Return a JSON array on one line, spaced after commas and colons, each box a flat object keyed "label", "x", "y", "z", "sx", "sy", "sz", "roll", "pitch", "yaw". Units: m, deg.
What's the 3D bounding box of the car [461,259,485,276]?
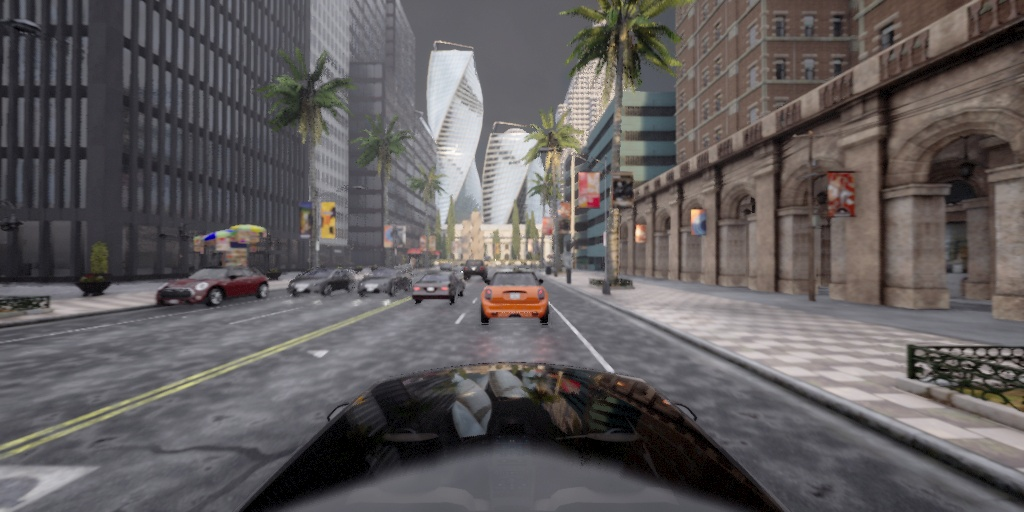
[{"label": "car", "x": -3.695, "y": 1.369, "z": 36.868, "sx": 2.150, "sy": 2.045, "sz": 5.566, "roll": 0, "pitch": -1, "yaw": -1}]

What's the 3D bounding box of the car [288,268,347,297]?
[{"label": "car", "x": -10.693, "y": 1.453, "z": 20.566, "sx": 2.128, "sy": 1.511, "sz": 4.902, "roll": 0, "pitch": -1, "yaw": -1}]

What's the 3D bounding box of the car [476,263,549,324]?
[{"label": "car", "x": 0.072, "y": 1.226, "z": 12.692, "sx": 2.097, "sy": 1.767, "sz": 4.553, "roll": 0, "pitch": -1, "yaw": 0}]

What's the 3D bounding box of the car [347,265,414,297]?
[{"label": "car", "x": -7.193, "y": 1.454, "z": 20.615, "sx": 2.128, "sy": 1.511, "sz": 4.902, "roll": 0, "pitch": -1, "yaw": -1}]

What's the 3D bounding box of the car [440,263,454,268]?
[{"label": "car", "x": -11.144, "y": 1.929, "z": 61.590, "sx": 1.837, "sy": 1.490, "sz": 4.892, "roll": 0, "pitch": -1, "yaw": 0}]

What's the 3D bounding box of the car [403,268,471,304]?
[{"label": "car", "x": -3.461, "y": 1.477, "z": 17.632, "sx": 2.033, "sy": 1.411, "sz": 5.357, "roll": 0, "pitch": -1, "yaw": -1}]
